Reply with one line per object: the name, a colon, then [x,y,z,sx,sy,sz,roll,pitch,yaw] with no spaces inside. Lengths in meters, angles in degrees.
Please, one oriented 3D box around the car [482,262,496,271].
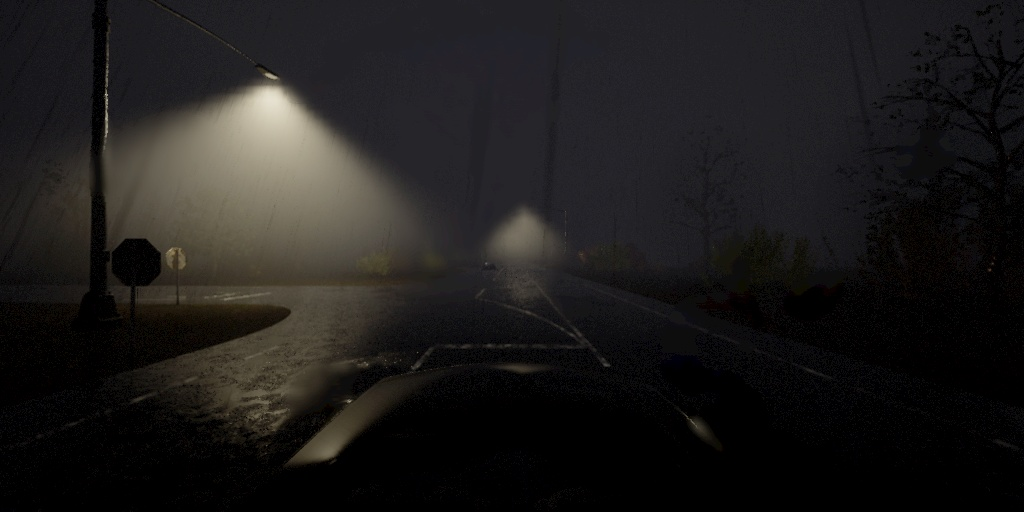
car: [-3.395,1.561,54.223,1.994,1.385,4.181,0,0,0]
